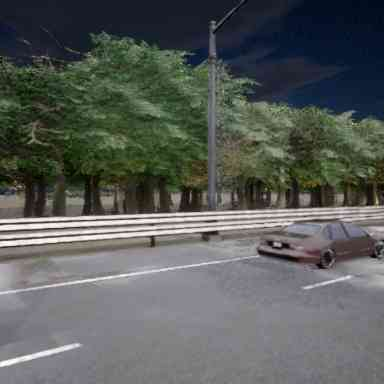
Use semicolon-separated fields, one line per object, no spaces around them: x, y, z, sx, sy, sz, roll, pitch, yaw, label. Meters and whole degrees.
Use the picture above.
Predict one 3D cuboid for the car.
4.604;1.620;11.268;5.357;1.411;2.033;0;0;-34;car
